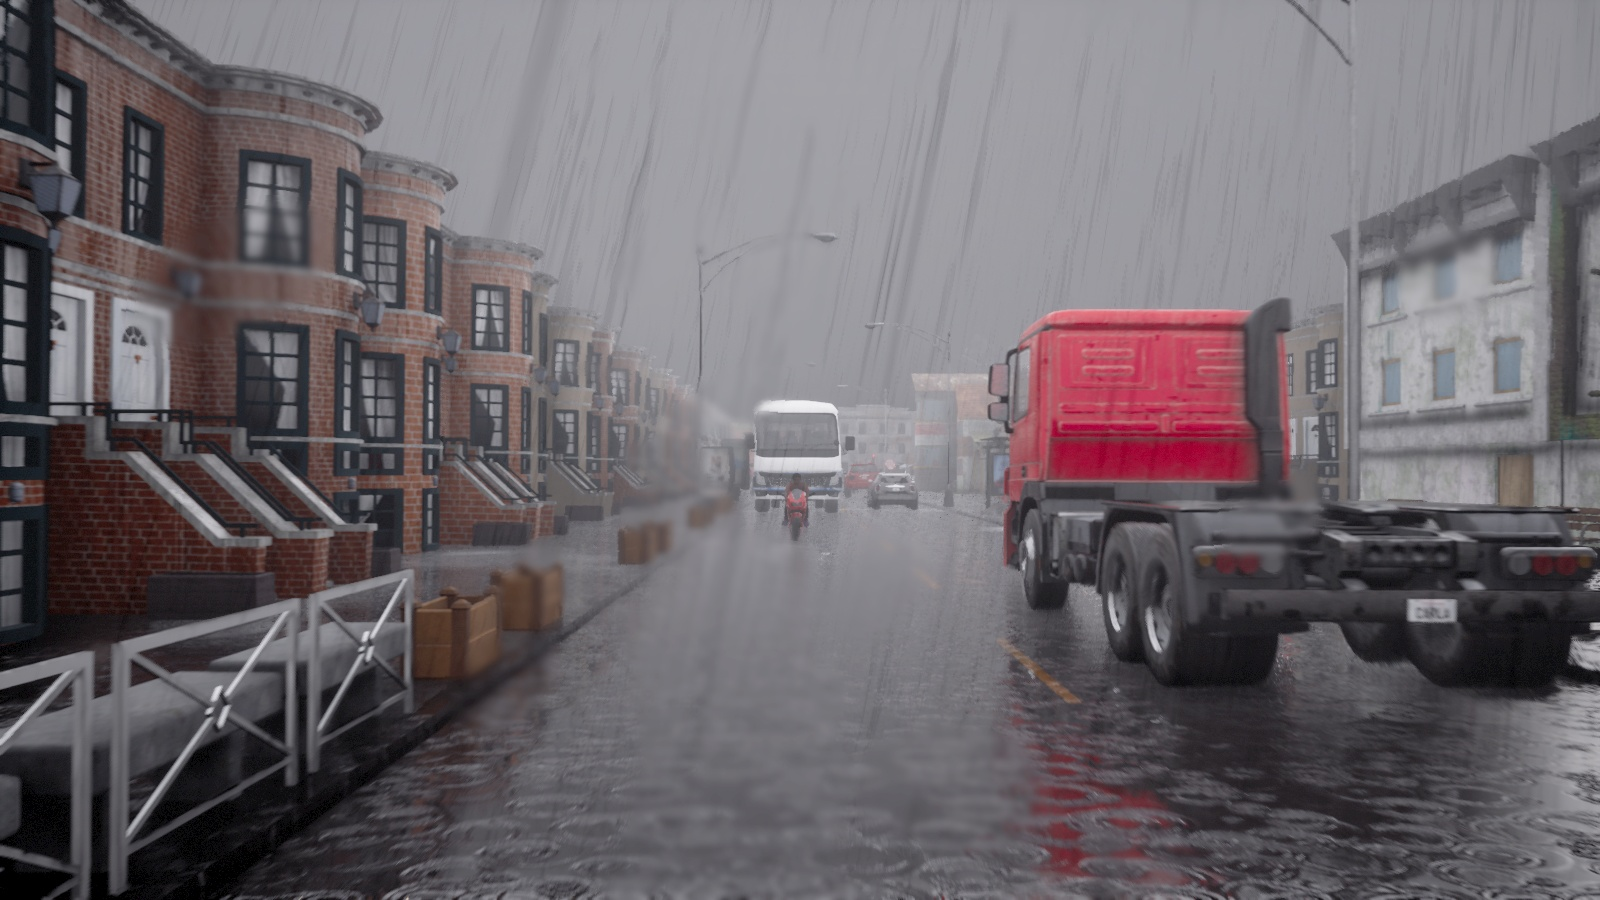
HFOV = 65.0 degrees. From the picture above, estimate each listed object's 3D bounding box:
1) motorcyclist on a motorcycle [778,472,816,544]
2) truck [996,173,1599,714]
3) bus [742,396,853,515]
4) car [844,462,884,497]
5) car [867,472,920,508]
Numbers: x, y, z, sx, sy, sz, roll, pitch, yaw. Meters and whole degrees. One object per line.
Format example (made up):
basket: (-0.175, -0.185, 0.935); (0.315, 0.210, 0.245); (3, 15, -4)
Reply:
motorcyclist on a motorcycle: (-0.065, 1.264, 27.892); (0.797, 1.523, 2.044); (0, -1, 0)
truck: (3.965, 0.018, 12.029); (2.891, 3.462, 7.936); (0, -1, 0)
bus: (-0.090, 0.275, 49.953); (3.944, 4.253, 10.273); (0, -1, 0)
car: (3.892, 1.814, 77.437); (2.150, 2.045, 5.566); (0, -1, 0)
car: (3.914, 1.654, 53.154); (1.970, 1.475, 3.806); (0, -1, 0)
